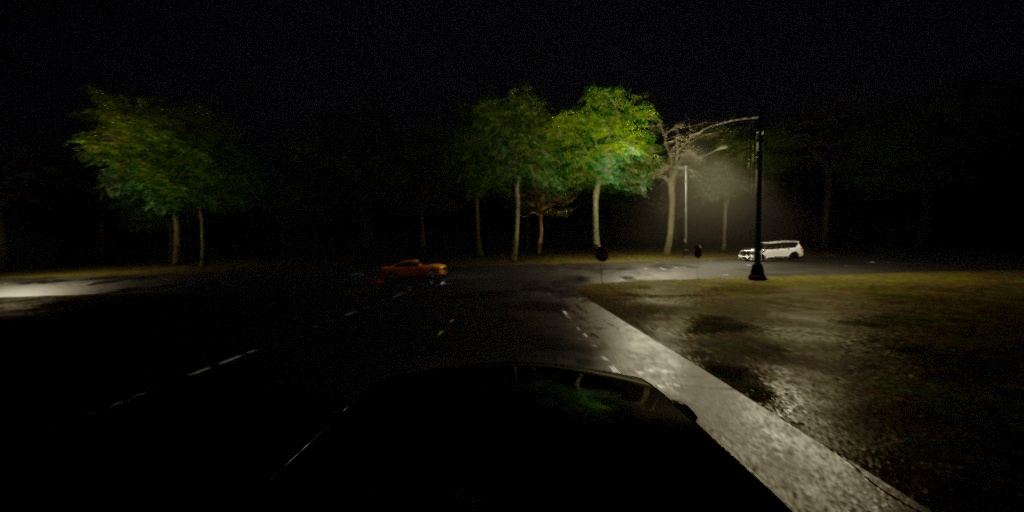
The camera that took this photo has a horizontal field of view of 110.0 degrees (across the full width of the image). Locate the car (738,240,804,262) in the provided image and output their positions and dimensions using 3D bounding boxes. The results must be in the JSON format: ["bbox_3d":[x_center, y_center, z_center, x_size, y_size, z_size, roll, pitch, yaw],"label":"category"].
[{"bbox_3d":[25.176,-0.410,34.919,5.566,2.045,2.150,-3,4,0],"label":"car"}]

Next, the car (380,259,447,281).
[{"bbox_3d":[-7.592,1.009,27.863,5.008,1.535,1.882,-4,3,0],"label":"car"}]
